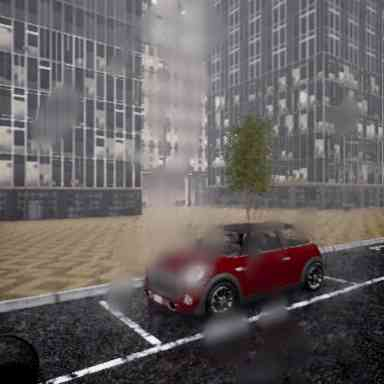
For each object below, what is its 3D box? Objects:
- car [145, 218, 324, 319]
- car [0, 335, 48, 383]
[{"bbox_3d":[1.004,1.436,7.277,4.097,1.590,1.967,0,0,-36],"label":"car"},{"bbox_3d":[-2.980,1.528,1.236,4.674,1.442,1.812,0,0,-35],"label":"car"}]
